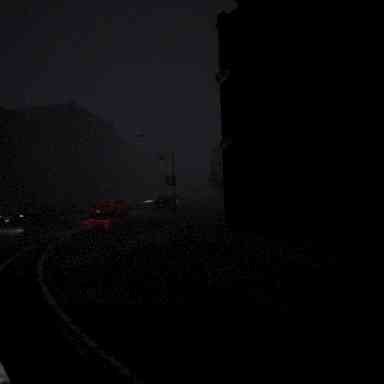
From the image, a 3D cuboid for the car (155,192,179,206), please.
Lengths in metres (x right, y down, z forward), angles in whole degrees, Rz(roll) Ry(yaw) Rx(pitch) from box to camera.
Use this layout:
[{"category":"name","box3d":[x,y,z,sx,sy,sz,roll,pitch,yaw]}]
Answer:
[{"category":"car","box3d":[-3.575,1.050,44.809,1.994,1.385,4.181,-2,1,11]}]

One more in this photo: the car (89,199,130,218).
[{"category":"car","box3d":[-6.791,1.293,28.014,1.882,1.535,5.008,-2,1,10]}]

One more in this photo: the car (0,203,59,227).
[{"category":"car","box3d":[-11.323,1.530,23.430,2.128,1.511,4.902,-2,0,9]}]
